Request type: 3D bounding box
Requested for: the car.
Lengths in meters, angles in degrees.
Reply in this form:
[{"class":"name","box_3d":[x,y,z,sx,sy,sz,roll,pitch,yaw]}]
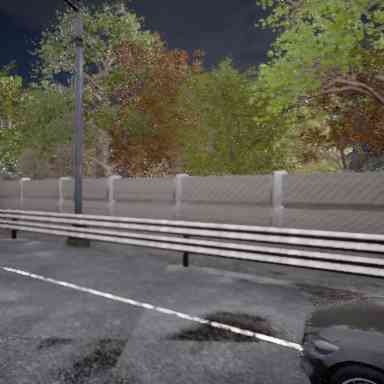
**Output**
[{"class":"car","box_3d":[3.324,1.549,2.784,4.674,1.442,1.812,0,0,35]}]
